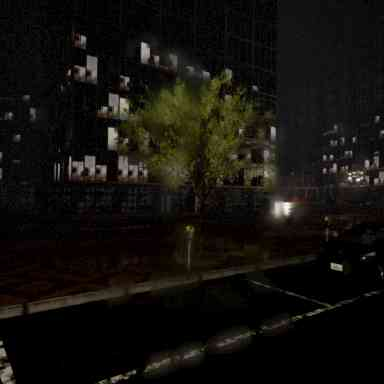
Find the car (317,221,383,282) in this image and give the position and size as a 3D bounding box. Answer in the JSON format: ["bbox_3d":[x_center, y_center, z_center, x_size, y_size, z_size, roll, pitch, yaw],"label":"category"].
[{"bbox_3d":[5.562,1.574,9.827,4.313,1.339,1.947,0,1,-34],"label":"car"}]

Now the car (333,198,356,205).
[{"bbox_3d":[33.148,1.989,72.540,2.008,1.369,4.403,1,-1,-20],"label":"car"}]

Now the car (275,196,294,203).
[{"bbox_3d":[21.905,1.799,80.305,1.967,1.590,4.097,1,-1,-20],"label":"car"}]

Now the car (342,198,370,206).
[{"bbox_3d":[29.614,1.766,59.307,2.008,1.369,4.403,1,-1,-20],"label":"car"}]

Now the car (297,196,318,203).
[{"bbox_3d":[29.294,1.824,83.046,2.192,1.841,5.009,1,-1,-20],"label":"car"}]

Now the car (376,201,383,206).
[{"bbox_3d":[36.947,1.893,62.197,1.752,1.417,4.829,1,-1,-20],"label":"car"}]

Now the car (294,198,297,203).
[{"bbox_3d":[27.361,2.127,88.294,1.802,1.307,4.206,1,-1,-20],"label":"car"}]

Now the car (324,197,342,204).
[{"bbox_3d":[27.688,1.691,64.558,1.967,1.590,4.097,1,-1,-20],"label":"car"}]
